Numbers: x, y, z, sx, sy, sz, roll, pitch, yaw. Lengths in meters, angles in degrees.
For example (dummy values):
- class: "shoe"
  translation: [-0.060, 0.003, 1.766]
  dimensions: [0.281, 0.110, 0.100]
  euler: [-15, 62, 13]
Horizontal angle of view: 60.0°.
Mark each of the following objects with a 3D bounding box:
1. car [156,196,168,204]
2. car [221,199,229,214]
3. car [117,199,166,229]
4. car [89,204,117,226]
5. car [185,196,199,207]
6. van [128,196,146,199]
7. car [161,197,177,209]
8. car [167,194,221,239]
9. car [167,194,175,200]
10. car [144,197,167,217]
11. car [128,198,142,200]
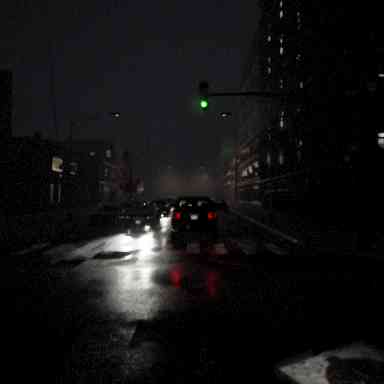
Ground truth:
- class: "car"
  translation: [-5.702, 1.529, 62.945]
  dimensions: [1.802, 1.307, 4.206]
  euler: [1, 0, 0]
- class: "car"
  translation: [2.692, 1.410, 34.575]
  dimensions: [1.967, 1.590, 4.097]
  euler: [1, 0, 0]
- class: "car"
  translation: [-3.098, 1.473, 21.558]
  dimensions: [2.128, 1.511, 4.902]
  euler: [0, 0, 0]
- class: "car"
  translation: [-5.762, 1.524, 23.142]
  dimensions: [1.887, 1.381, 4.507]
  euler: [1, 0, 0]
- class: "car"
  translation: [-0.020, 1.448, 50.815]
  dimensions: [2.128, 1.511, 4.902]
  euler: [0, 0, 0]
- class: "van"
  translation: [-5.686, 1.311, 34.511]
  dimensions: [1.690, 1.788, 3.998]
  euler: [1, 0, 0]
- class: "car"
  translation: [-3.073, 1.487, 44.667]
  dimensions: [1.812, 1.442, 4.674]
  euler: [0, 0, 0]
- class: "car"
  translation: [0.092, 1.206, 17.317]
  dimensions: [2.150, 2.045, 5.566]
  euler: [0, 0, 0]
- class: "car"
  translation: [-5.711, 1.367, 91.377]
  dimensions: [1.967, 1.590, 4.097]
  euler: [1, 0, 0]
- class: "car"
  translation: [-3.094, 1.477, 31.405]
  dimensions: [1.837, 1.490, 4.892]
  euler: [0, 0, 0]
- class: "car"
  translation: [-5.688, 1.519, 28.824]
  dimensions: [1.887, 1.381, 4.507]
  euler: [1, 0, 0]
